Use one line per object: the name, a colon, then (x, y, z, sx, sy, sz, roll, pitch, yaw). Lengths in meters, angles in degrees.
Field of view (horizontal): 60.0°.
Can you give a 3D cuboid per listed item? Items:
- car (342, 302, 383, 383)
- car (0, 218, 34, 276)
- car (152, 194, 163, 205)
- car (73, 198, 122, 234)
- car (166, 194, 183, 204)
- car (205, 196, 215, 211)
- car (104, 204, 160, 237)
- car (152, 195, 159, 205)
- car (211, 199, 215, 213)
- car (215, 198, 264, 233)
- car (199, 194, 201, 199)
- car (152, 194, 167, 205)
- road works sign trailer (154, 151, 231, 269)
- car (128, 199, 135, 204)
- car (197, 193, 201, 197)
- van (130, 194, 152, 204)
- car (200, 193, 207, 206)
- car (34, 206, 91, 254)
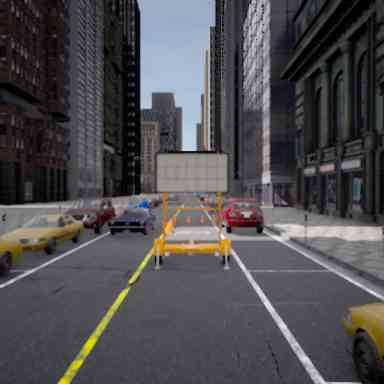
car: (2.761, 1.520, 2.377, 1.752, 1.417, 4.829, 0, 0, 0)
car: (-5.761, 1.507, 7.675, 1.752, 1.417, 4.829, 0, 0, 0)
car: (-5.736, 1.224, 47.329, 2.192, 1.841, 5.009, 0, 0, 0)
car: (-5.754, 1.272, 19.126, 2.192, 1.841, 5.009, 0, 0, 0)
car: (-3.020, 1.494, 58.522, 1.895, 1.301, 4.718, 0, 0, 1)
car: (2.783, 1.477, 36.049, 2.008, 1.369, 4.403, 0, 0, 0)
car: (-3.089, 1.560, 18.036, 1.895, 1.301, 4.718, 0, 0, 0)
car: (-5.739, 1.468, 41.689, 2.008, 1.369, 4.403, 0, 0, 0)
car: (2.776, 1.498, 24.768, 2.008, 1.369, 4.403, 0, 0, 0)
car: (2.771, 1.273, 19.127, 2.192, 1.841, 5.009, 0, 0, 0)
car: (2.801, 1.452, 64.251, 1.947, 1.339, 4.313, 0, 0, 0)
car: (-5.729, 1.208, 58.611, 2.192, 1.841, 5.009, 0, 0, 0)
road works sign trailer: (0.007, 0.439, 11.036, 2.380, 3.560, 2.880, 0, 0, 0)
car: (-5.750, 1.472, 24.597, 1.752, 1.417, 4.829, 0, 0, 0)
car: (2.812, 1.408, 81.173, 1.887, 1.381, 4.507, 0, 0, 0)
van: (-5.743, 1.267, 36.048, 1.690, 1.788, 3.998, 0, 0, 0)
car: (2.793, 1.342, 52.970, 1.967, 1.590, 4.097, 0, 0, 0)
car: (-5.757, 1.495, 13.315, 1.752, 1.417, 4.829, 0, 0, 0)
